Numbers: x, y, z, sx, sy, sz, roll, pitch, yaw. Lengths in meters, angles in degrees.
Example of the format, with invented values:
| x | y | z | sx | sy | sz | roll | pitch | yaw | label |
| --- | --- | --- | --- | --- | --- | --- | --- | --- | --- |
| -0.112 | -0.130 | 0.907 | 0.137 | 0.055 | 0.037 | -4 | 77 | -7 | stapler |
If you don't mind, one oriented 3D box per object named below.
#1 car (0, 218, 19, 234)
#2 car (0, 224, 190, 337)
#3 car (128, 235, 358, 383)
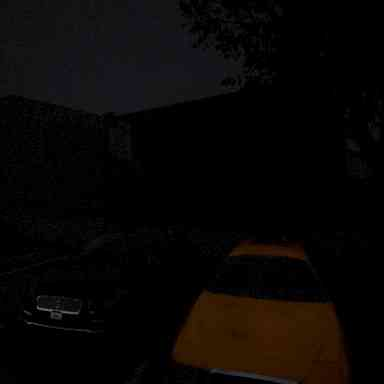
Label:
| x | y | z | sx | sy | sz | roll | pitch | yaw | label |
| --- | --- | --- | --- | --- | --- | --- | --- | --- | --- |
| -8.558 | 1.528 | 12.212 | 2.002 | 1.452 | 4.674 | 1 | -1 | 16 | car |
| -1.236 | 1.487 | 6.978 | 2.231 | 1.521 | 4.892 | 1 | -1 | 16 | car |
| 1.153 | 1.480 | 5.049 | 1.946 | 1.575 | 5.366 | 1 | -1 | 16 | car |
